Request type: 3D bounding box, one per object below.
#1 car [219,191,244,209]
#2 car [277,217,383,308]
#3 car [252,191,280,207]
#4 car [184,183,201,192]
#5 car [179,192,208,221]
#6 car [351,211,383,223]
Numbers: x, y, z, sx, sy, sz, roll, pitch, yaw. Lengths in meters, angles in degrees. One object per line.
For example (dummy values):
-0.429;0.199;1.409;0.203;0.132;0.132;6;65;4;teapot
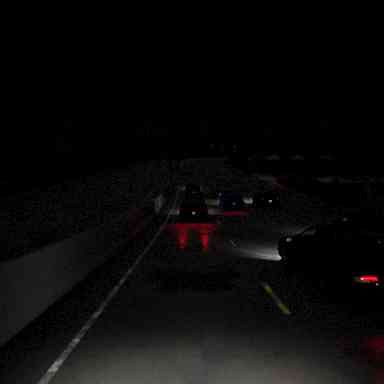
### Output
3.601;0.644;30.894;1.882;1.535;5.008;0;5;0;car
3.606;1.530;8.118;2.033;1.411;5.357;0;0;0;car
7.096;0.621;32.157;1.994;1.385;4.181;0;5;0;car
0.057;-0.419;41.163;2.128;1.511;4.902;0;7;0;car
0.110;1.108;24.091;1.882;1.535;5.008;0;3;0;car
7.106;1.445;12.742;1.882;1.535;5.008;0;0;0;car
